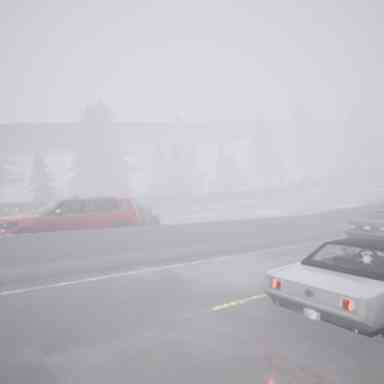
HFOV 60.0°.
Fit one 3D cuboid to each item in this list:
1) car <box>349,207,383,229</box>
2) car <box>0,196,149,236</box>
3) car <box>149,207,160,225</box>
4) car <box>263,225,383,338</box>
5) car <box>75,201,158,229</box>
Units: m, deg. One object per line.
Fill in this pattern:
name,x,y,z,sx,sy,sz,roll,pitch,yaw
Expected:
car,8.831,1.363,14.350,5.357,1.411,2.033,-2,1,-35
car,-4.823,1.194,13.450,5.566,2.045,2.150,0,0,-36
car,-3.866,1.510,18.431,4.181,1.385,1.994,0,0,-35
car,3.632,1.553,6.340,4.718,1.301,1.895,-1,0,-36
car,-4.917,1.427,21.981,4.902,1.511,2.128,0,0,-35
